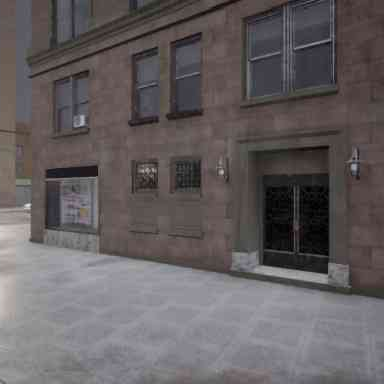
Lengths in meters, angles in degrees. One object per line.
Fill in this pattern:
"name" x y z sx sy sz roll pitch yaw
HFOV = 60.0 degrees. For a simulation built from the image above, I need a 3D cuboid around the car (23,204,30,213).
"car" -15.702 1.439 35.851 1.812 1.442 4.674 0 0 35
